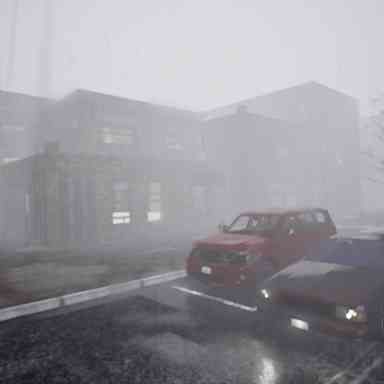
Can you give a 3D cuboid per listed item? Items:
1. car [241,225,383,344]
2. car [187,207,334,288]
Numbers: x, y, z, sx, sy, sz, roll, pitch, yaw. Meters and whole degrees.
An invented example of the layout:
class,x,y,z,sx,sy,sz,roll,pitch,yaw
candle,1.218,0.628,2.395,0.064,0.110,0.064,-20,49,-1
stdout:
class,x,y,z,sx,sy,sz,roll,pitch,yaw
car,3.560,1.567,6.761,5.357,1.411,2.033,-1,-1,-42
car,2.171,1.383,9.010,5.009,1.841,2.192,0,-1,-42
